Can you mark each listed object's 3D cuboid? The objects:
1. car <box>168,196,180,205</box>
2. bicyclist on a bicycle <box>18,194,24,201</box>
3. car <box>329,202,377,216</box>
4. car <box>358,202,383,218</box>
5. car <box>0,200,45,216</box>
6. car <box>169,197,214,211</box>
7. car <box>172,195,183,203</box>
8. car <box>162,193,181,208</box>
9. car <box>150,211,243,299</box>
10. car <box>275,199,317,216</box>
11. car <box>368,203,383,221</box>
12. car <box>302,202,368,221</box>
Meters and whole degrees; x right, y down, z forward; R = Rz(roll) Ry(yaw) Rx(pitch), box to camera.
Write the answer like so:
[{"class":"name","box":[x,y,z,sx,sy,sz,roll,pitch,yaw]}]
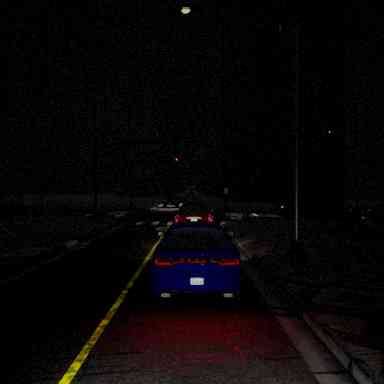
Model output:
[{"class":"car","box":[-3.092,1.526,59.166,1.812,1.442,4.674,0,0,1]},{"class":"bicyclist on a bicycle","box":[-20.506,1.030,39.762,0.582,1.620,1.656,1,0,0]},{"class":"car","box":[17.778,1.842,36.905,4.403,1.369,2.008,1,-1,0]},{"class":"car","box":[19.911,1.852,34.233,4.674,1.442,1.812,1,0,0]},{"class":"car","box":[-14.780,1.366,28.278,4.403,1.369,2.008,1,-1,0]},{"class":"car","box":[0.116,1.352,17.693,2.097,1.767,4.553,0,0,1]},{"class":"car","box":[-3.024,1.493,69.485,2.128,1.511,4.902,0,0,0]},{"class":"car","box":[-3.104,1.222,49.335,2.150,2.045,5.566,0,0,0]},{"class":"car","box":[0.099,1.478,8.539,1.882,1.535,5.008,0,0,0]},{"class":"car","box":[10.945,1.539,34.228,4.553,1.767,2.097,1,0,0]},{"class":"car","box":[17.942,1.824,28.381,4.829,1.417,1.752,1,-1,0]},{"class":"car","box":[12.129,1.775,28.380,4.313,1.339,1.947,1,-1,0]}]
